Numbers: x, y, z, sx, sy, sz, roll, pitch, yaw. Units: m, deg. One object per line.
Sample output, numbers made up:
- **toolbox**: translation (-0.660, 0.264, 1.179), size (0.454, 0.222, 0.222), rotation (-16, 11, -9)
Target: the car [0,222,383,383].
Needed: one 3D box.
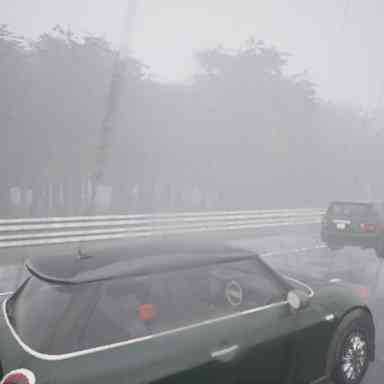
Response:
- **car**: translation (0.133, 1.368, 3.842), size (4.553, 1.767, 2.097), rotation (1, 0, -36)

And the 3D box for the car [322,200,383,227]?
- **car**: translation (7.486, 1.328, 13.392), size (5.566, 2.045, 2.150), rotation (1, 0, -36)
